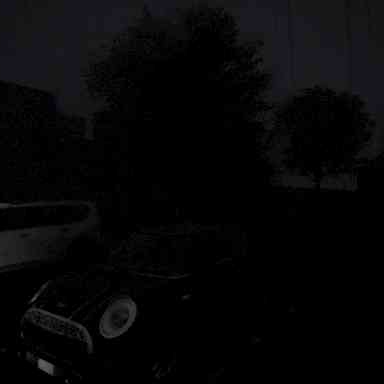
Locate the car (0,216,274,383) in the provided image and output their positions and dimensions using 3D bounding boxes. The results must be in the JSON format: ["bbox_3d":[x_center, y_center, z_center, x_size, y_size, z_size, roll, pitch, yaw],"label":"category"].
[{"bbox_3d":[-0.348,1.364,5.574,2.185,1.767,4.553,0,0,36],"label":"car"}]

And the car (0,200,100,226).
[{"bbox_3d":[-4.825,1.254,8.704,2.435,2.045,5.566,0,0,36],"label":"car"}]
